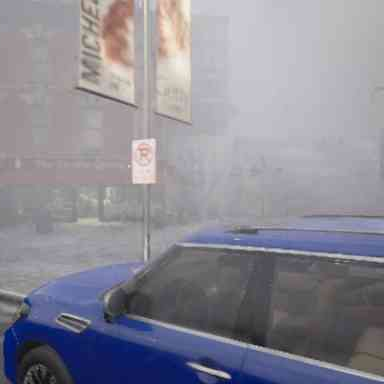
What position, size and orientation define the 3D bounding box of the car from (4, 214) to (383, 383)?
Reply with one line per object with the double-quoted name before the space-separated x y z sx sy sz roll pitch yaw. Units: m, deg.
"car" 0.770 1.219 2.694 5.566 2.045 2.150 0 0 35
